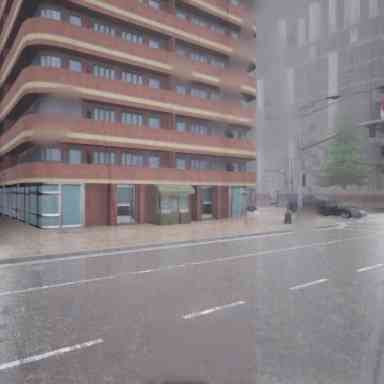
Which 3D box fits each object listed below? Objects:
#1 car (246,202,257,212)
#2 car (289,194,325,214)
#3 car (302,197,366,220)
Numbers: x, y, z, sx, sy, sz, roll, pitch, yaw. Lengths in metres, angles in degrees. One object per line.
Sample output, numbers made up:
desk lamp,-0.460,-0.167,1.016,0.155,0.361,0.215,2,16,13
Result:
car,5.354,1.564,37.690,1.994,1.385,4.181,0,0,-36
car,12.457,1.219,33.932,2.150,2.045,5.566,0,0,-36
car,12.089,1.491,28.204,2.128,1.511,4.902,0,0,-34
